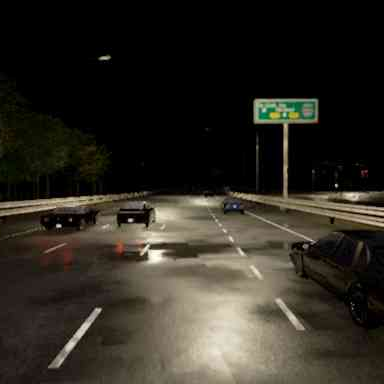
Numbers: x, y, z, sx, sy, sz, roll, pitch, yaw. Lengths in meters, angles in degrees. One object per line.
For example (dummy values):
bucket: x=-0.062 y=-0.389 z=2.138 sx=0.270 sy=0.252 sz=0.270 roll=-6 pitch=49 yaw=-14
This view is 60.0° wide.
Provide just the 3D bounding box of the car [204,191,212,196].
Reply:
car: x=4.294 y=0.390 z=89.771 sx=1.837 sy=1.490 sz=4.892 roll=0 pitch=1 yaw=1

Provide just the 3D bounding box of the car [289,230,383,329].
car: x=3.602 y=1.495 z=6.779 sx=2.033 sy=1.411 sz=5.357 roll=0 pitch=0 yaw=0

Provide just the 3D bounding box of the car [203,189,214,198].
car: x=4.106 y=0.572 z=78.802 sx=1.837 sy=1.490 sz=4.892 roll=0 pitch=1 yaw=1

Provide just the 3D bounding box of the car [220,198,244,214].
car: x=3.684 y=1.280 z=30.999 sx=2.033 sy=1.411 sz=5.357 roll=0 pitch=1 yaw=0

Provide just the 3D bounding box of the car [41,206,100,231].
car: x=-6.871 y=1.441 z=19.406 sx=1.895 sy=1.301 sz=4.718 roll=0 pitch=1 yaw=0

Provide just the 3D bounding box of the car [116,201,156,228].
car: x=-3.365 y=1.320 z=20.685 sx=2.128 sy=1.511 sz=4.902 roll=0 pitch=1 yaw=0
